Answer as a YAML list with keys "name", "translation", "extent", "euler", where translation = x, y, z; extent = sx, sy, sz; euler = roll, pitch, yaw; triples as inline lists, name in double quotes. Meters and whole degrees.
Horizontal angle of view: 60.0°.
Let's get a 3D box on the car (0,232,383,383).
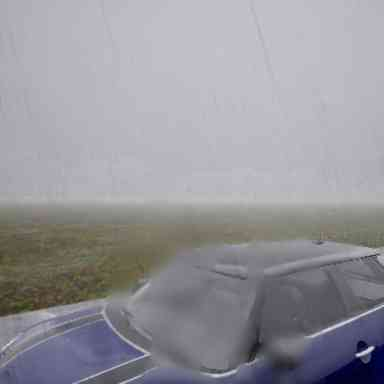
- name: "car"
  translation: [0.393, 1.366, 3.211]
  extent: [4.553, 1.767, 2.097]
  euler: [0, 0, -35]
